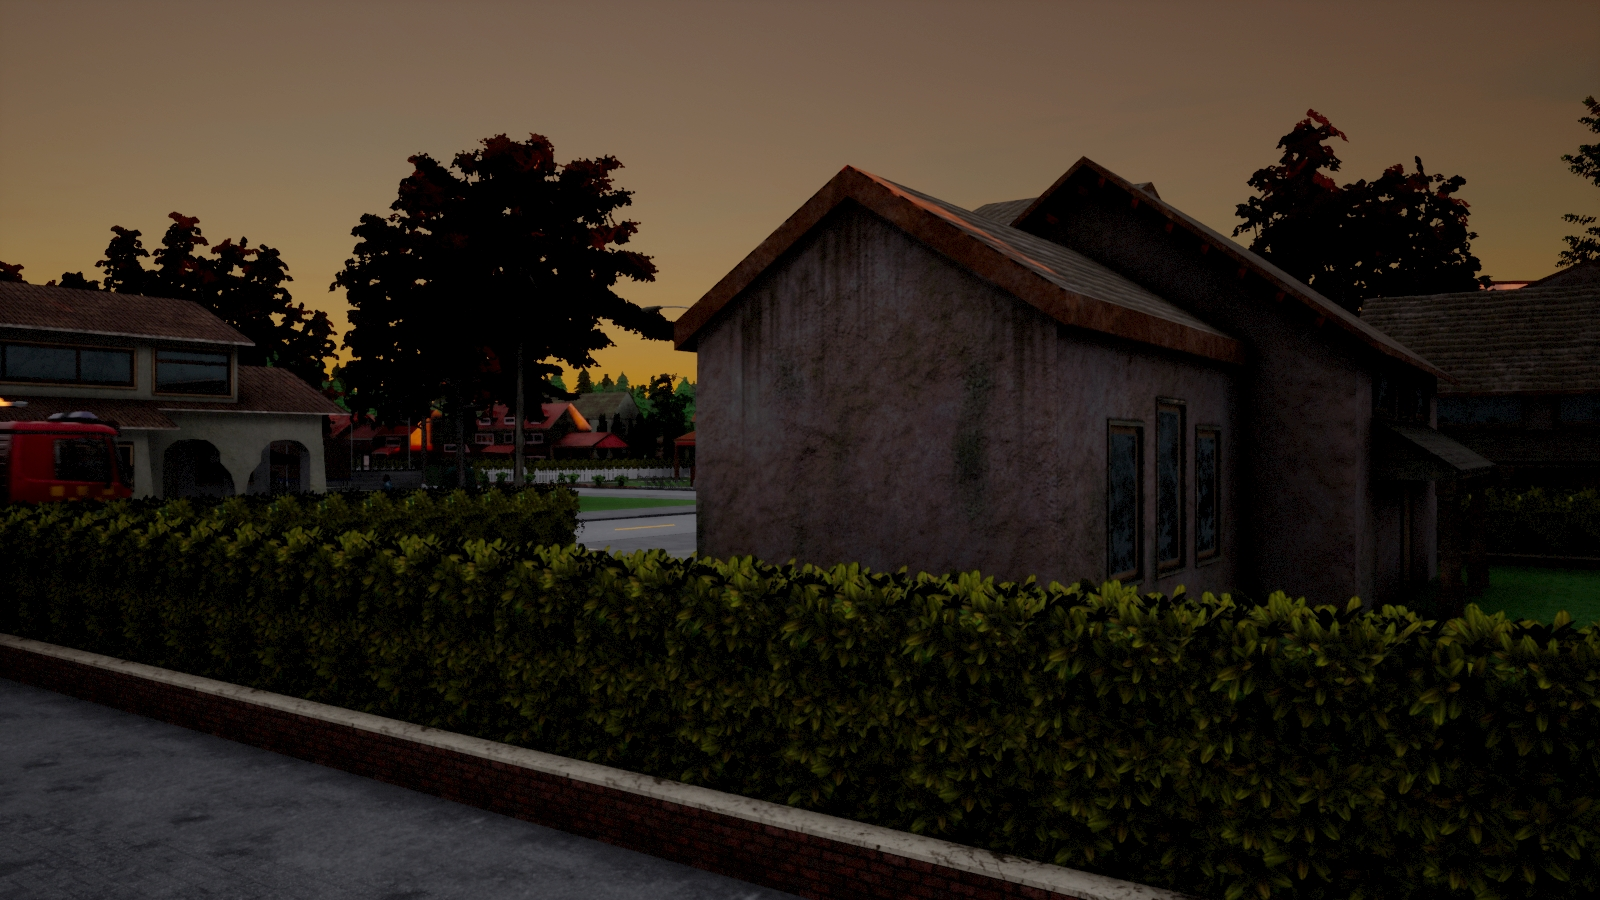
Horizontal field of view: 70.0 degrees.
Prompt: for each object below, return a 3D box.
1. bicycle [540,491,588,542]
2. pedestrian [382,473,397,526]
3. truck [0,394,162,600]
[{"bbox_3d":[-7.280,2.046,35.313,0.373,1.496,1.643,0,0,35],"label":"bicycle"},{"bbox_3d":[-14.553,1.733,40.493,0.375,1.860,0.375,0,0,-45],"label":"pedestrian"},{"bbox_3d":[-16.917,0.880,21.118,2.891,3.827,8.468,0,0,43],"label":"truck"}]
